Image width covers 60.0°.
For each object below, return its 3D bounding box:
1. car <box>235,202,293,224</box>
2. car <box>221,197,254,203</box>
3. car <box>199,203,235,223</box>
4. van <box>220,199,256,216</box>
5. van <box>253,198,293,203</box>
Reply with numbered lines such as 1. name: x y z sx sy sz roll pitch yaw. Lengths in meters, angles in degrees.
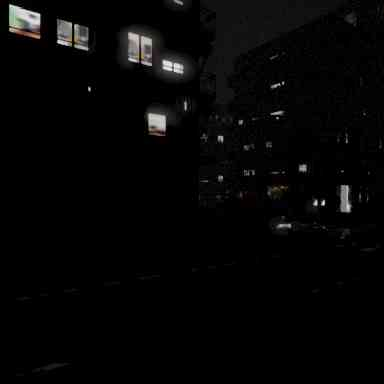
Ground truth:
1. car: 5.907 1.801 27.399 1.994 1.385 4.181 0 -1 -36
2. car: 4.438 1.537 34.806 2.150 2.045 5.566 0 -1 -37
3. car: 1.798 1.874 28.649 1.802 1.307 4.206 -1 0 -36
4. van: 5.228 1.676 38.080 1.690 1.788 3.998 -1 0 -36
5. van: 8.540 1.602 33.562 1.690 1.788 3.998 -1 0 -36
